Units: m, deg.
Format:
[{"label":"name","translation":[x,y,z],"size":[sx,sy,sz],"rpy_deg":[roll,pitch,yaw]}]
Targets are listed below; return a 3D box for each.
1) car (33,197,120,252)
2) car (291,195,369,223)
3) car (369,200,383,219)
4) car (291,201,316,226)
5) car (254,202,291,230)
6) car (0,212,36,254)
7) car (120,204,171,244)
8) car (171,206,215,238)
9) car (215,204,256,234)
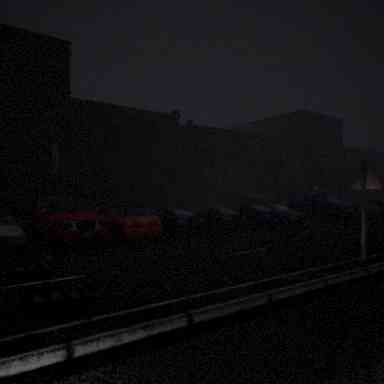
[{"label":"car","translation":[-5.530,1.254,14.676],"size":[2.435,2.045,5.566],"rpy_deg":[0,0,-36]},{"label":"car","translation":[10.173,1.232,25.901],"size":[2.435,2.045,5.566],"rpy_deg":[0,0,-36]},{"label":"car","translation":[14.533,1.482,29.280],"size":[1.946,1.575,5.366],"rpy_deg":[0,0,-36]},{"label":"car","translation":[5.669,1.525,22.719],"size":[2.002,1.452,4.674],"rpy_deg":[0,0,-36]},{"label":"car","translation":[3.430,1.489,21.109],"size":[2.097,1.535,5.008],"rpy_deg":[0,0,-36]},{"label":"car","translation":[-7.792,1.548,13.097],"size":[2.002,1.452,4.674],"rpy_deg":[0,0,-36]},{"label":"car","translation":[-3.285,1.376,16.277],"size":[2.185,1.767,4.553],"rpy_deg":[0,0,-36]},{"label":"car","translation":[-1.164,1.537,17.829],"size":[2.002,1.452,4.674],"rpy_deg":[0,0,-36]},{"label":"car","translation":[1.186,1.533,19.508],"size":[2.002,1.452,4.674],"rpy_deg":[0,0,-36]}]
